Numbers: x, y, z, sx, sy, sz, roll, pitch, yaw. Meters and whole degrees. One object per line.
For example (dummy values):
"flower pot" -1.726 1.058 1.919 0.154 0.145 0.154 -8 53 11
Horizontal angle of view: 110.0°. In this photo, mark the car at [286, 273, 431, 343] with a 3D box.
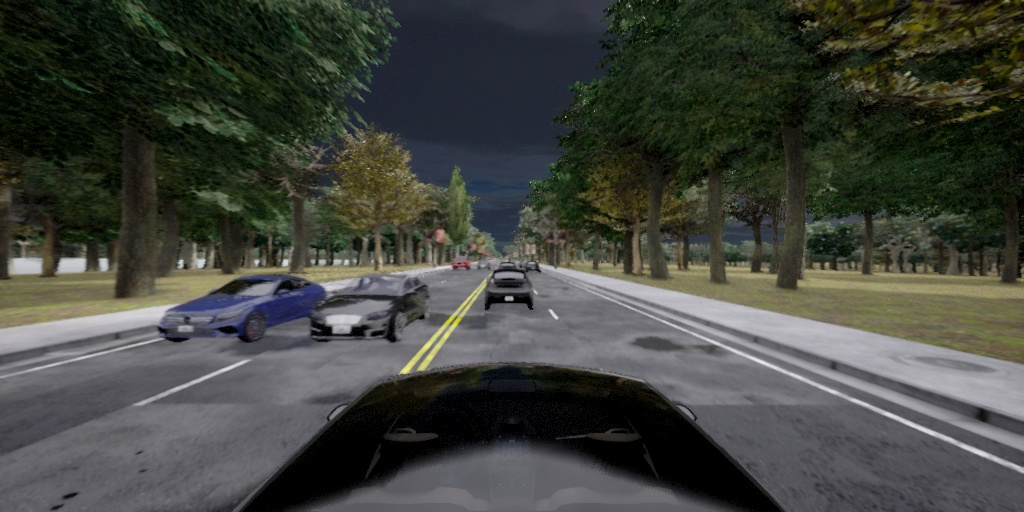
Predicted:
"car" -3.498 1.227 9.740 2.128 1.511 4.902 0 0 -1

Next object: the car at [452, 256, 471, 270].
"car" -7.381 1.018 52.725 2.150 2.045 5.566 0 0 0

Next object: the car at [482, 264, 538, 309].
"car" -0.133 1.265 15.002 1.837 1.490 4.892 0 0 -1

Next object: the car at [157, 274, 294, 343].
"car" -6.749 1.242 9.709 1.812 1.442 4.674 0 0 -1

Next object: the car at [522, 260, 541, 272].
"car" 2.619 1.362 46.975 1.812 1.442 4.674 0 0 -1

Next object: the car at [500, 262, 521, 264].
"car" -0.416 1.289 33.070 1.837 1.490 4.892 0 0 -1

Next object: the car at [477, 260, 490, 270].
"car" -4.140 1.310 53.000 2.128 1.511 4.902 0 0 -1
